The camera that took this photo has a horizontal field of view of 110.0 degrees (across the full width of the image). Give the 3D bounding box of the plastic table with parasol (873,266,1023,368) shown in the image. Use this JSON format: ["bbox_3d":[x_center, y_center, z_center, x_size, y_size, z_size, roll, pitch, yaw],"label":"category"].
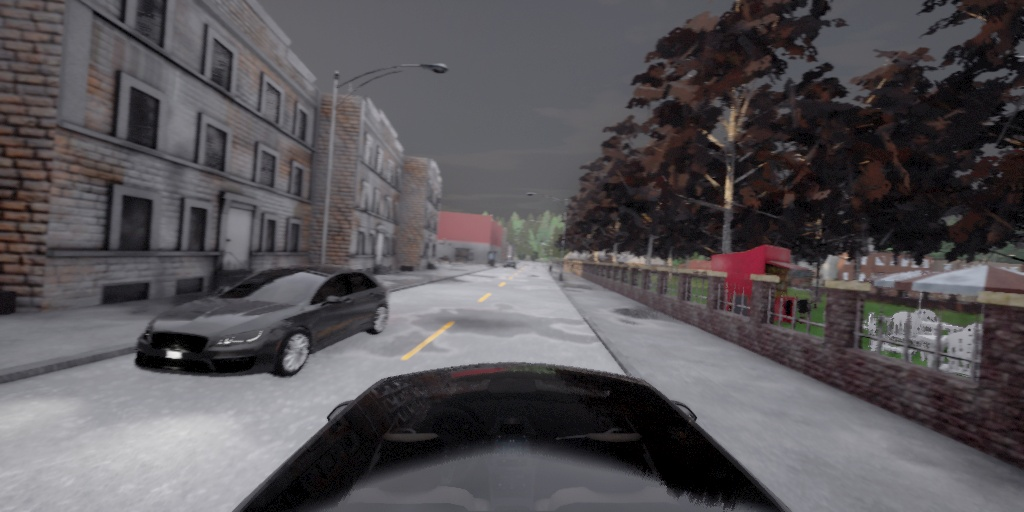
[{"bbox_3d":[9.184,1.426,7.067,2.482,2.480,2.482,0,0,-36],"label":"plastic table with parasol"}]

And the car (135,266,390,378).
[{"bbox_3d":[-3.929,0.964,6.777,1.837,1.490,4.892,4,0,4],"label":"car"}]

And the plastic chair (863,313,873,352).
[{"bbox_3d":[8.524,1.982,8.114,0.750,1.272,0.730,0,0,-36],"label":"plastic chair"}]

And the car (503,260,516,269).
[{"bbox_3d":[-0.348,1.351,58.379,1.994,1.385,4.181,4,0,4],"label":"car"}]

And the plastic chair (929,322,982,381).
[{"bbox_3d":[8.118,1.950,6.403,0.730,1.272,0.750,0,0,-36],"label":"plastic chair"}]

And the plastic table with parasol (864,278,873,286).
[{"bbox_3d":[12.076,1.646,10.704,2.482,2.480,2.482,0,0,-36],"label":"plastic table with parasol"}]
